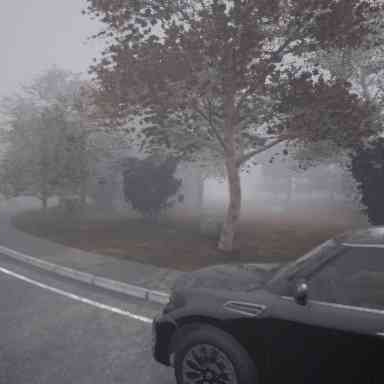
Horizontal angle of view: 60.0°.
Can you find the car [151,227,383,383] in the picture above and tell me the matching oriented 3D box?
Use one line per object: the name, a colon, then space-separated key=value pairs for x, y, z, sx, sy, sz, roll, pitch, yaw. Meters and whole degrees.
car: x=2.216 y=1.359 z=3.394 sx=5.566 sy=2.045 sz=2.150 roll=0 pitch=-2 yaw=32
